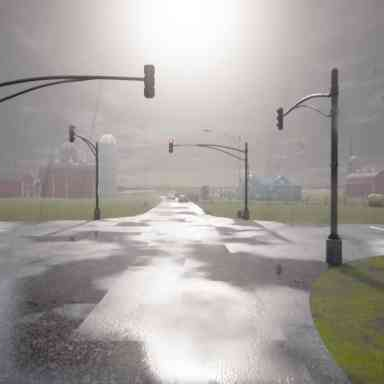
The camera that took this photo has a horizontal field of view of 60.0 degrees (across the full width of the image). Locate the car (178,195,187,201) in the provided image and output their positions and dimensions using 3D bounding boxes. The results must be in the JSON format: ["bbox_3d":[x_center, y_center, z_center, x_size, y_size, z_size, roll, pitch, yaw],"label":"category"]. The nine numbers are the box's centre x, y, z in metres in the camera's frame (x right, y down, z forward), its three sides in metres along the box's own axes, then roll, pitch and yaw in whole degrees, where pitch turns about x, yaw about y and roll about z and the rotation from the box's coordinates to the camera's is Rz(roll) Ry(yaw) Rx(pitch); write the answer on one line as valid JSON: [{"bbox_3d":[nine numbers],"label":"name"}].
[{"bbox_3d":[-2.361,1.463,79.914,1.837,1.490,4.892,0,0,-4],"label":"car"}]

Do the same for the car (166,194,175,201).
[{"bbox_3d":[-4.735,1.182,73.929,1.812,1.442,4.674,0,0,-3],"label":"car"}]

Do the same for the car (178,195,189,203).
[{"bbox_3d":[-1.747,1.623,69.930,1.895,1.301,4.718,0,0,-3],"label":"car"}]
